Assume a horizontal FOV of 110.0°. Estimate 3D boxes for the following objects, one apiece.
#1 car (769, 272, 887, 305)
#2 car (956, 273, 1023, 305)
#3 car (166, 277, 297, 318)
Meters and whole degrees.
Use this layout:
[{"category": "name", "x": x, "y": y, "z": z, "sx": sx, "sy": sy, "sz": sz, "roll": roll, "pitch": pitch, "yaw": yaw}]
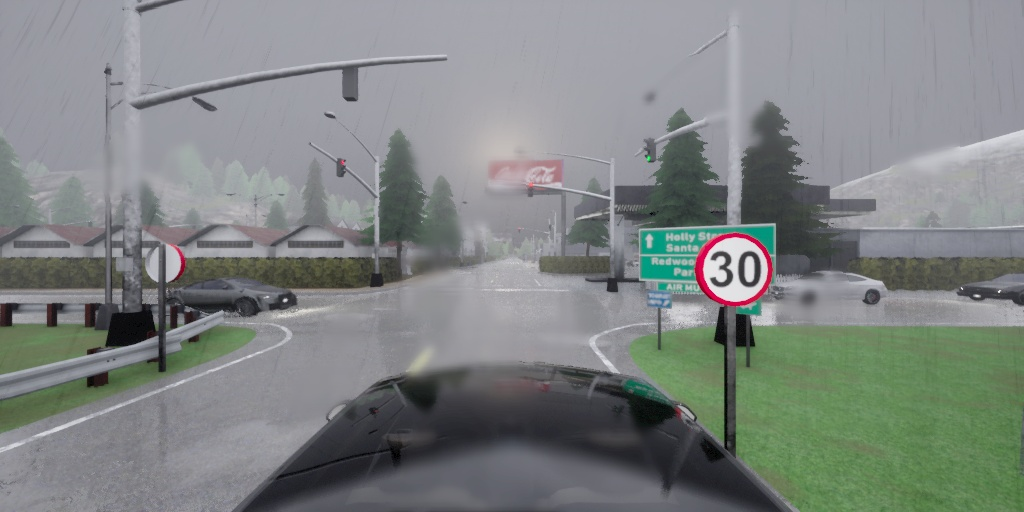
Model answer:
[{"category": "car", "x": 14.857, "y": 1.467, "z": 16.935, "sx": 4.674, "sy": 1.442, "sz": 1.812, "roll": 0, "pitch": 0, "yaw": 0}, {"category": "car", "x": 24.512, "y": 1.489, "z": 16.807, "sx": 5.357, "sy": 1.411, "sz": 2.033, "roll": 0, "pitch": 0, "yaw": 1}, {"category": "car", "x": -10.610, "y": 1.506, "z": 13.645, "sx": 4.181, "sy": 1.385, "sz": 1.994, "roll": 0, "pitch": 0, "yaw": 1}]
